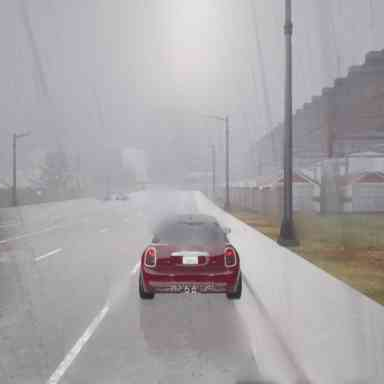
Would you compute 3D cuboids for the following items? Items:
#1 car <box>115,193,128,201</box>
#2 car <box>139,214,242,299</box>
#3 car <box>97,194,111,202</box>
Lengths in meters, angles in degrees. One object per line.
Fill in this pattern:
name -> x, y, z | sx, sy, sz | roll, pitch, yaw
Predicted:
car -> -13.909, 1.057, 66.119 | 2.128, 1.511, 4.902 | 0, 1, 0
car -> -0.033, 1.353, 8.620 | 2.097, 1.767, 4.553 | 0, 0, 0
car -> -17.404, 1.074, 65.696 | 2.128, 1.511, 4.902 | 0, 1, 0
